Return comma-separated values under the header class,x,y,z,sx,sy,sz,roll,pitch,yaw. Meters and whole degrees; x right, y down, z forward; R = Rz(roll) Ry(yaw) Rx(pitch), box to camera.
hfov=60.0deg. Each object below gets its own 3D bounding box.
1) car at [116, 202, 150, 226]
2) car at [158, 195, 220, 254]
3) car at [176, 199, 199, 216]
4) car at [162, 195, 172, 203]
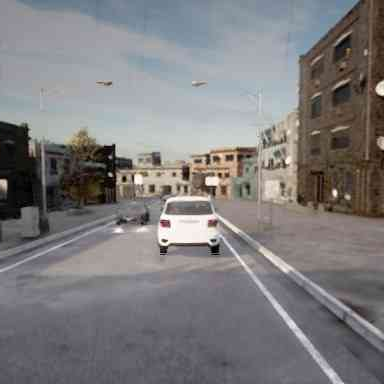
class,x,y,z,sx,sy,sz,roll,pitch,yaw
car,-3.993,1.459,23.065,1.837,1.490,4.892,0,0,-1
car,-0.118,1.192,13.470,2.150,2.045,5.566,0,0,-1
car,-0.472,1.476,32.767,2.033,1.411,5.357,0,0,-1
car,-4.724,1.260,64.068,1.812,1.442,4.674,0,1,-2
